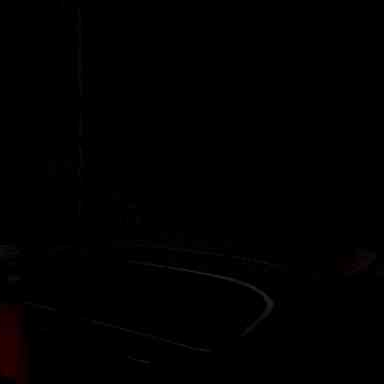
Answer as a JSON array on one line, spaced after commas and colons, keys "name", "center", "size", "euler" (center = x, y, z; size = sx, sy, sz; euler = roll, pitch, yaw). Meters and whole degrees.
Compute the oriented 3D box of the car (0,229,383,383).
[{"name": "car", "center": [-0.565, 1.337, 3.483], "size": [5.009, 1.841, 2.192], "euler": [-1, 0, 35]}]
